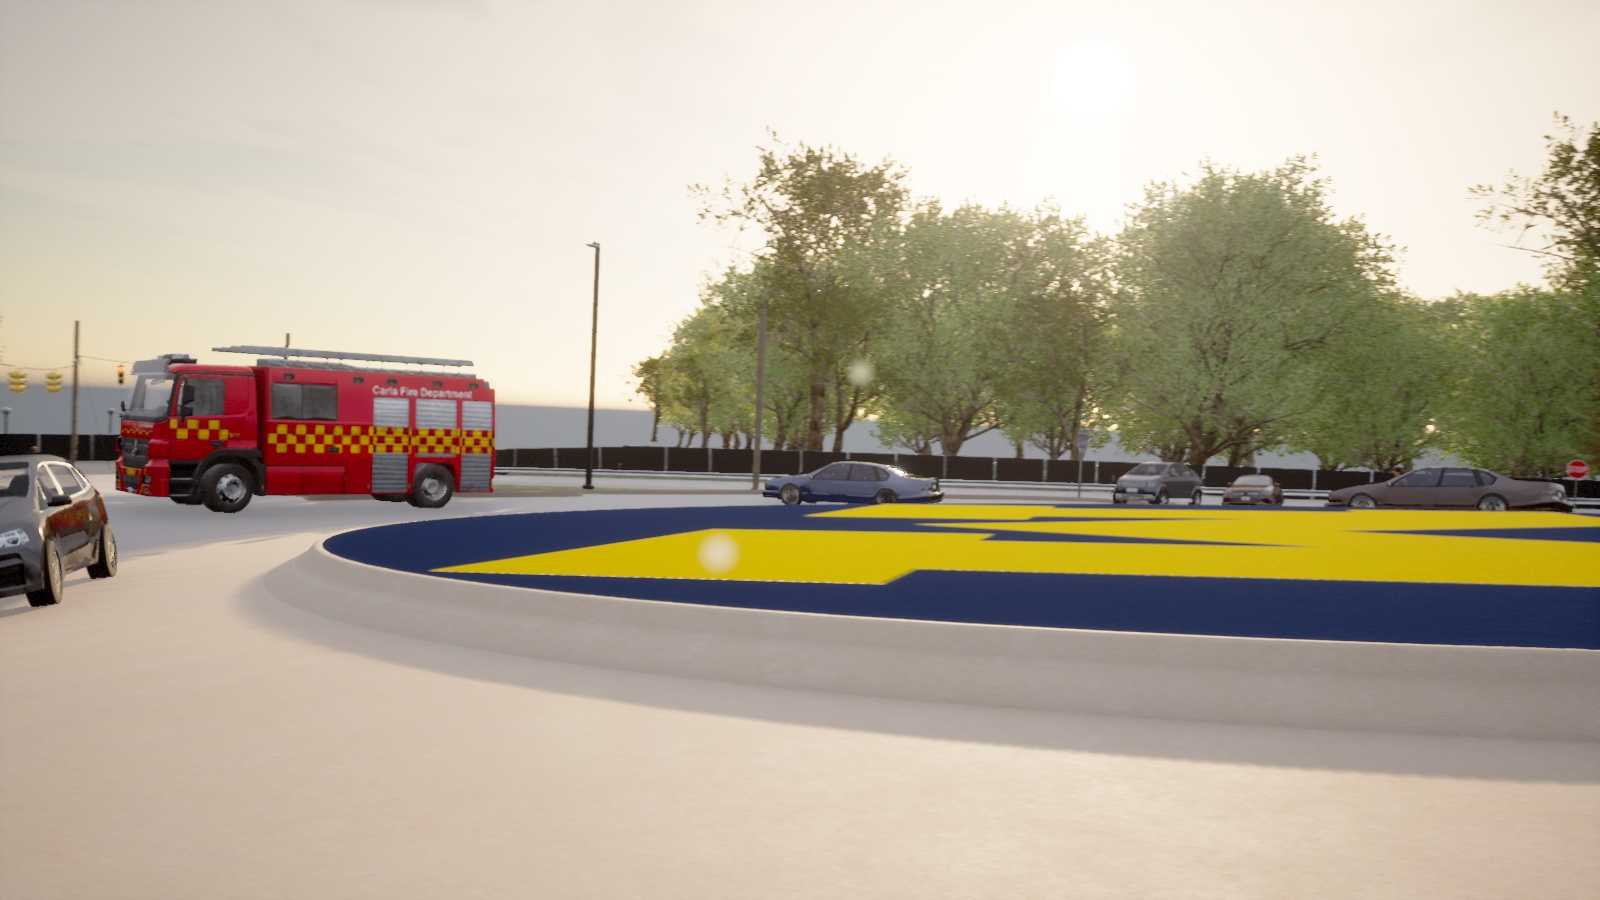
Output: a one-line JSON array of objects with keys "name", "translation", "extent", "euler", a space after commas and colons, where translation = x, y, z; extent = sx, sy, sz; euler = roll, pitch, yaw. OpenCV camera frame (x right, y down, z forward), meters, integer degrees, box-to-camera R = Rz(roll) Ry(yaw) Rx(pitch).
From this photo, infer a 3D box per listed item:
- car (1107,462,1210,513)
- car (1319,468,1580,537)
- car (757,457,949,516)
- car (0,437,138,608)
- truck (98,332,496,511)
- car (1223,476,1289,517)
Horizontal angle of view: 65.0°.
[{"name": "car", "translation": [11.982, 1.268, 41.835], "extent": [1.789, 1.549, 3.705], "euler": [1, -1, 42]}, {"name": "car", "translation": [15.956, 1.274, 31.075], "extent": [5.357, 1.411, 2.033], "euler": [-1, -8, 44]}, {"name": "car", "translation": [1.596, 1.054, 37.714], "extent": [5.357, 1.411, 2.033], "euler": [3, 2, 21]}, {"name": "car", "translation": [-9.447, 0.790, 14.592], "extent": [2.242, 1.667, 4.611], "euler": [-6, 3, -18]}, {"name": "truck", "translation": [-12.040, -0.593, 30.785], "extent": [8.468, 3.827, 2.891], "euler": [1, 2, -44]}, {"name": "car", "translation": [18.079, 1.861, 49.679], "extent": [1.812, 1.442, 4.674], "euler": [1, -3, 28]}]
